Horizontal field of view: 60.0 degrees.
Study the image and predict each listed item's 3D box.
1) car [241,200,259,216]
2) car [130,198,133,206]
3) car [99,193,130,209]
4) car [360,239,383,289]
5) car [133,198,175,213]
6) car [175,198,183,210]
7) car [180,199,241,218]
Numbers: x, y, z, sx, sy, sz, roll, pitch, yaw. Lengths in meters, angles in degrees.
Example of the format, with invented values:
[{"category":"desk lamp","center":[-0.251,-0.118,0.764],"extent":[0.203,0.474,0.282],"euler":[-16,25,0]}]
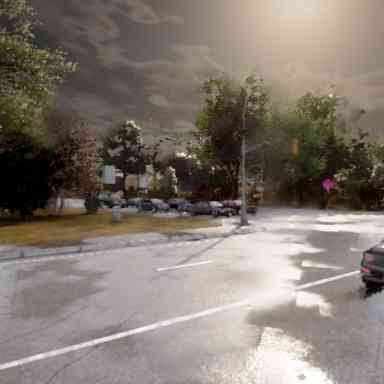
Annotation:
[{"category":"car","center":[4.259,1.451,32.420],"extent":[1.882,1.535,5.008],"euler":[0,0,-39]},{"category":"car","center":[-8.008,1.528,47.790],"extent":[2.033,1.411,5.357],"euler":[0,0,-39]},{"category":"car","center":[-11.215,1.205,46.201],"extent":[2.150,2.045,5.566],"euler":[0,0,-38]},{"category":"car","center":[5.764,1.515,7.834],"extent":[4.674,1.442,1.812],"euler":[0,0,-36]},{"category":"car","center":[-4.315,1.487,37.546],"extent":[1.837,1.490,4.892],"euler":[0,0,-38]},{"category":"car","center":[-1.577,1.468,39.728],"extent":[2.128,1.511,4.902],"euler":[0,0,-39]},{"category":"car","center":[1.582,1.527,30.160],"extent":[2.033,1.411,5.357],"euler":[0,0,-39]}]
